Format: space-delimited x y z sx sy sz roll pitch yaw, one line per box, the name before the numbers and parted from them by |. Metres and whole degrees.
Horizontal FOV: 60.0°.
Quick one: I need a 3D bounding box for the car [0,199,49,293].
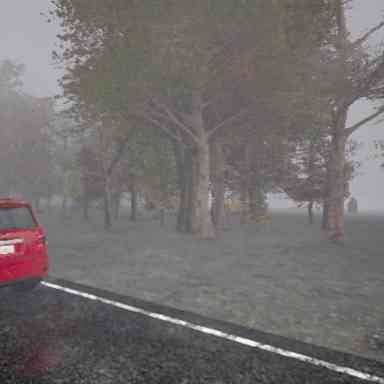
car | -5.530 1.187 7.562 5.566 2.045 2.150 -1 -1 36
